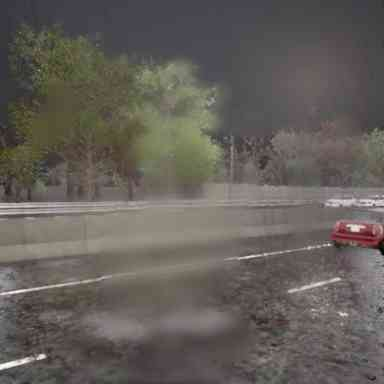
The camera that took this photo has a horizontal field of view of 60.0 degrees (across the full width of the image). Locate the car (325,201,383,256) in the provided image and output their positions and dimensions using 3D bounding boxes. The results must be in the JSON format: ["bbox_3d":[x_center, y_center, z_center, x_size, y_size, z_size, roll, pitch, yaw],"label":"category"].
[{"bbox_3d":[7.835,1.437,13.654,4.553,1.767,2.097,1,0,-35],"label":"car"}]

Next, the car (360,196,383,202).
[{"bbox_3d":[26.493,1.548,48.626,5.566,2.045,2.150,1,0,-35],"label":"car"}]

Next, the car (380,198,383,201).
[{"bbox_3d":[28.221,1.848,45.567,4.674,1.442,1.812,1,0,-35],"label":"car"}]

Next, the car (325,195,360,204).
[{"bbox_3d":[22.326,1.526,49.933,5.566,2.045,2.150,1,0,-36],"label":"car"}]
